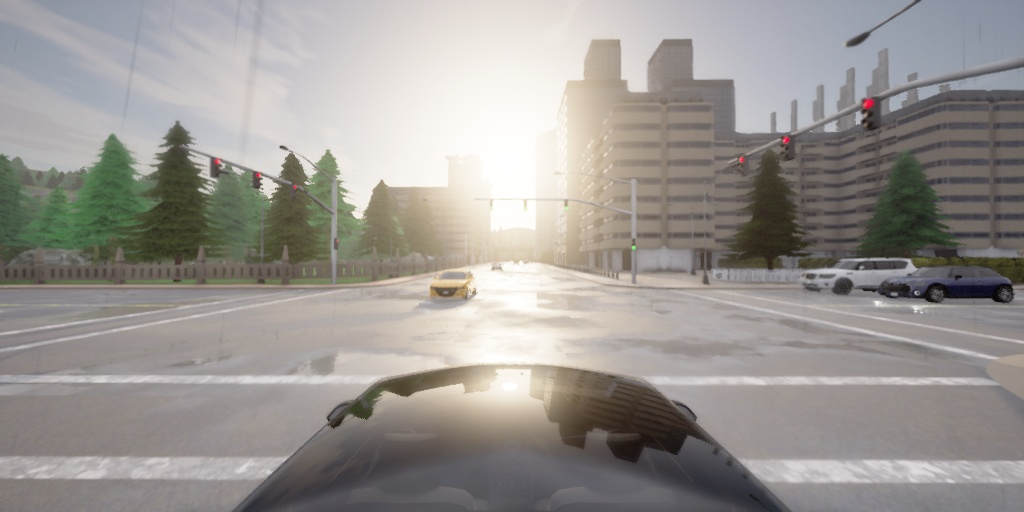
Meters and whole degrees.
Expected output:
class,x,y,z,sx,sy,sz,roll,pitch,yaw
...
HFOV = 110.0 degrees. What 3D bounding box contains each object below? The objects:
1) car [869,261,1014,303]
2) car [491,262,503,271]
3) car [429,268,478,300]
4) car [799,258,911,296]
class,x,y,z,sx,sy,sz,roll,pitch,yaw
car,20.352,1.237,16.985,4.553,1.767,2.097,0,-1,0
car,-2.528,1.802,60.432,2.128,1.511,4.902,0,0,1
car,-3.010,1.442,19.216,1.882,1.535,5.008,0,0,2
car,19.763,1.136,20.503,5.566,2.045,2.150,0,-1,1
